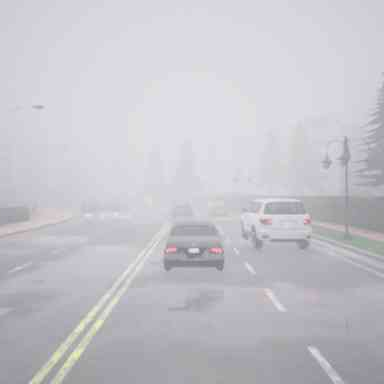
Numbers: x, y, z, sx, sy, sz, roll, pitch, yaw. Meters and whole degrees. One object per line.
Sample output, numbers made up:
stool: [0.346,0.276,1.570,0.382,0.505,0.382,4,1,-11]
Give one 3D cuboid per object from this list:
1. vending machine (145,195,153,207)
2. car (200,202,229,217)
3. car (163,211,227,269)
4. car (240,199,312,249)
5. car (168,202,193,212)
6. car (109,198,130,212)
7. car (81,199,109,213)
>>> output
vending machine: [-7.606,1.541,58.931,1.100,2.100,0.880,0,0,-44]
car: [2.119,1.670,32.665,1.882,1.535,5.008,0,0,-12]
car: [0.068,1.615,11.326,2.033,1.411,5.357,0,0,0]
car: [3.589,1.310,15.079,2.150,2.045,5.566,0,0,0]
car: [-1.127,1.675,31.125,2.128,1.511,4.902,0,0,-11]
car: [-9.675,1.606,43.227,2.097,1.767,4.553,0,0,-32]
car: [-12.027,1.589,40.321,2.097,1.767,4.553,0,0,-30]
